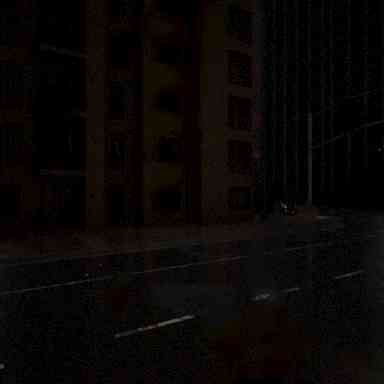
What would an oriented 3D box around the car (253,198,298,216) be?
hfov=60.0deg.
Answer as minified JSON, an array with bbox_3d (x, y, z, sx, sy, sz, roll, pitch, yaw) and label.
[{"bbox_3d":[8.231,1.351,33.091,2.097,1.767,4.553,0,0,-34],"label":"car"}]
